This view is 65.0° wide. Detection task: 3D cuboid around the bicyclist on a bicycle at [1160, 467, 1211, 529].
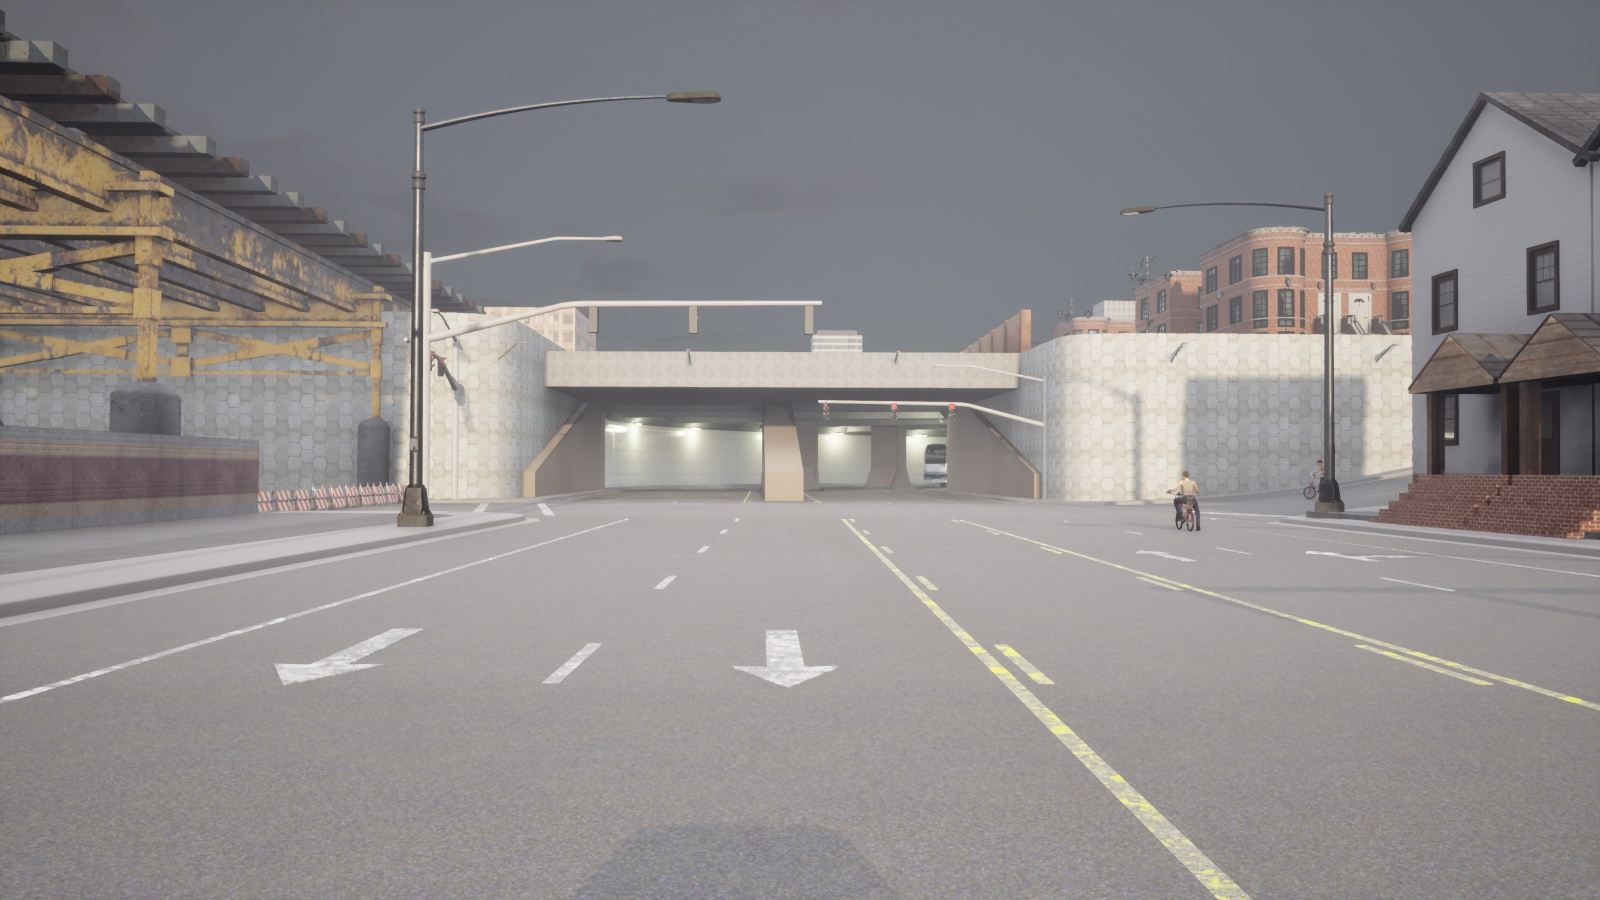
[{"bbox_3d":[10.309,1.273,33.622,0.866,1.612,1.509,0,-1,0],"label":"bicyclist on a bicycle"}]
